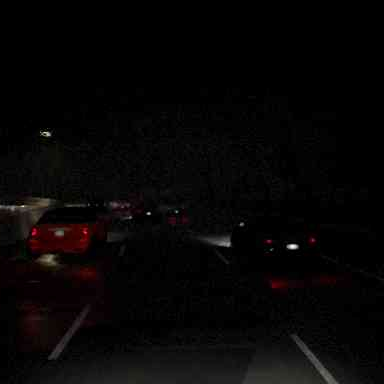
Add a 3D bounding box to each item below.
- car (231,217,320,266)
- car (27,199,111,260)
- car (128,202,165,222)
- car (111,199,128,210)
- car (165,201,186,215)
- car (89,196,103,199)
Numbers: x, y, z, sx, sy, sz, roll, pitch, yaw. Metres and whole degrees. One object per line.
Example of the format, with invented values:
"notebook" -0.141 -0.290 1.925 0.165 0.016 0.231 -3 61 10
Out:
"car" 2.682 1.544 11.555 1.994 1.385 4.181 0 0 -6
"car" -4.522 1.343 12.734 2.097 1.767 4.553 0 0 -8
"car" -3.635 1.536 26.047 1.994 1.385 4.181 0 0 -14
"car" -9.269 1.562 42.049 1.895 1.301 4.718 0 0 -24
"car" -2.126 1.561 33.349 1.895 1.301 4.718 0 0 -18
"car" -10.020 1.325 34.598 2.097 1.767 4.553 0 0 -19
